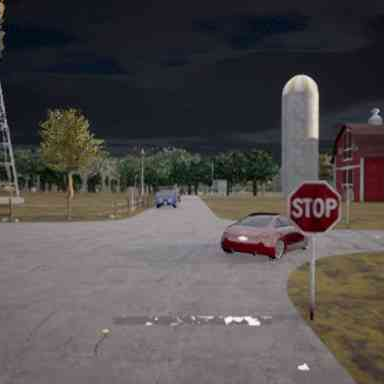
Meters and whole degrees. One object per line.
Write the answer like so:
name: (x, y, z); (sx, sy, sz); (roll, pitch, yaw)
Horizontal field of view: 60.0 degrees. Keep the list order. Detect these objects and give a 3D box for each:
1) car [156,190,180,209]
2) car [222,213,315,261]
car: (-2.772, 0.780, 37.460); (2.150, 2.045, 5.566); (0, 1, 0)
car: (2.839, 1.442, 11.953); (1.994, 1.385, 4.181); (1, 0, 38)
